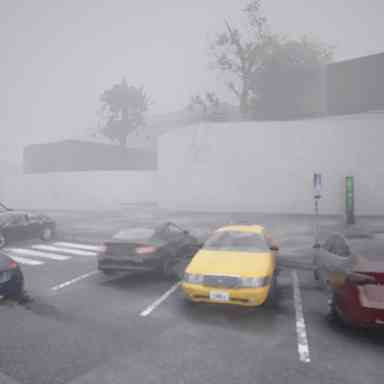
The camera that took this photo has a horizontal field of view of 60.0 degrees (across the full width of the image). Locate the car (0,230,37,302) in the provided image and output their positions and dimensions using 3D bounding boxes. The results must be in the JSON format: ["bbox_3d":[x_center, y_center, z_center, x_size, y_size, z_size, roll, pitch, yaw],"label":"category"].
[{"bbox_3d":[-5.589,1.659,7.362,4.181,1.385,1.994,-1,-1,35],"label":"car"}]

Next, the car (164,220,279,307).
[{"bbox_3d":[1.197,1.524,8.416,1.946,1.575,5.366,0,-1,15],"label":"car"}]

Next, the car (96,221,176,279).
[{"bbox_3d":[-1.187,1.605,10.322,2.002,1.452,4.674,-1,-1,15],"label":"car"}]

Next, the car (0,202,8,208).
[{"bbox_3d":[-10.894,1.471,17.283,2.435,2.045,5.566,-1,-1,15],"label":"car"}]

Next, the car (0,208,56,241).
[{"bbox_3d":[-8.459,1.681,15.523,2.231,1.521,4.892,0,-1,15],"label":"car"}]

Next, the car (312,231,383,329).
[{"bbox_3d":[3.678,1.530,6.892,2.163,1.488,4.792,-1,-1,15],"label":"car"}]
